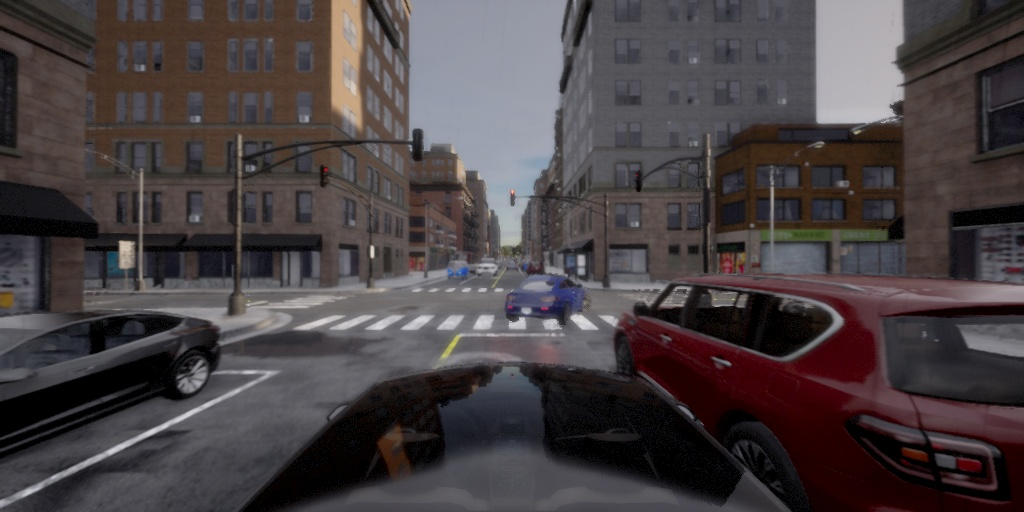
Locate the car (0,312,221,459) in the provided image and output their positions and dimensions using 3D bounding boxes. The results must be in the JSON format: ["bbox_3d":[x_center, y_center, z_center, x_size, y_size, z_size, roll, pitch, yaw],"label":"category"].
[{"bbox_3d":[-5.388,1.334,3.844,1.948,1.339,4.313,0,0,0],"label":"car"}]

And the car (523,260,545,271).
[{"bbox_3d":[2.710,1.396,41.213,2.192,1.841,5.009,0,0,0],"label":"car"}]

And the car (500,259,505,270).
[{"bbox_3d":[-2.745,1.770,64.655,2.128,1.511,4.902,0,-1,0],"label":"car"}]

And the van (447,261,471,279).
[{"bbox_3d":[-5.403,1.378,35.807,1.690,1.789,3.998,0,0,0],"label":"van"}]

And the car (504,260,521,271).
[{"bbox_3d":[0.060,1.808,60.642,1.994,1.385,4.181,0,0,0],"label":"car"}]

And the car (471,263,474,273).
[{"bbox_3d":[-5.399,1.693,46.619,1.948,1.339,4.313,0,0,0],"label":"car"}]

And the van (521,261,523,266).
[{"bbox_3d":[2.697,1.558,57.431,1.690,1.789,3.998,0,0,0],"label":"van"}]

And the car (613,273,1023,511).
[{"bbox_3d":[2.638,1.083,3.843,2.192,1.841,5.009,0,0,0],"label":"car"}]

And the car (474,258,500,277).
[{"bbox_3d":[-2.840,1.311,42.126,2.150,2.045,5.566,0,0,0],"label":"car"}]

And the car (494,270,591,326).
[{"bbox_3d":[1.296,1.360,12.123,1.812,1.442,4.674,-1,0,23],"label":"car"}]
